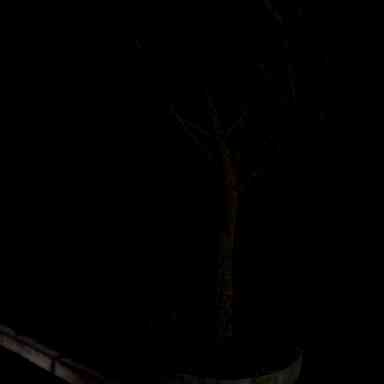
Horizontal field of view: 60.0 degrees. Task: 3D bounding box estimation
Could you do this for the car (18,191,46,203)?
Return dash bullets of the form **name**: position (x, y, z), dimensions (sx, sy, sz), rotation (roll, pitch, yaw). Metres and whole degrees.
- **car**: position (-20.051, 0.922, 40.744), dimensions (2.150, 2.045, 5.566), rotation (1, 0, 32)
